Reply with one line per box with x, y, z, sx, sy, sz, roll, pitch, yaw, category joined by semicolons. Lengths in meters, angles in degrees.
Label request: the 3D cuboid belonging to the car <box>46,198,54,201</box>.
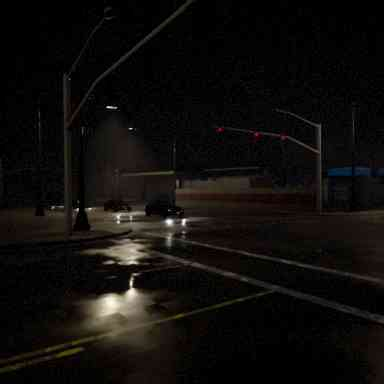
-24.949;1.255;59.869;1.895;1.301;4.718;-1;0;-37;car

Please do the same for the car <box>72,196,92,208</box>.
-15.989;1.339;47.659;2.097;1.767;4.553;-1;0;-36;car

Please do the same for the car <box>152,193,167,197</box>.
-6.650;1.015;75.098;4.611;1.667;2.242;-1;0;-35;car

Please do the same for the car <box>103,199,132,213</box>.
-8.496;1.497;37.557;1.812;1.442;4.674;-1;0;-36;car

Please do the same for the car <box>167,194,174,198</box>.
-2.678;1.160;70.877;3.806;1.475;1.970;-1;0;-35;car

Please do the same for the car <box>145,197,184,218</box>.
-2.560;1.484;29.570;1.812;1.442;4.674;-1;0;-37;car
